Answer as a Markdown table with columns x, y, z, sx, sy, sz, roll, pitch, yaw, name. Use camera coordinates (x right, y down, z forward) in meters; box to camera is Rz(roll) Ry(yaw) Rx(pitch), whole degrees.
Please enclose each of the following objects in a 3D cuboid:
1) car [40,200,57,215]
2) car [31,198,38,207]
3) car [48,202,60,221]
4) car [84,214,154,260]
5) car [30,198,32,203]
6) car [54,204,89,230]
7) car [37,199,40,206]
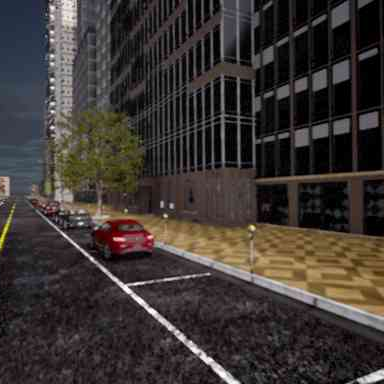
| x | y | z | sx | sy | sz | roll | pitch | yaw | name |
| --- | --- | --- | --- | --- | --- | --- | --- | --- | --- |
| -15.887 | 1.777 | 38.032 | 1.967 | 1.590 | 4.097 | 0 | 0 | -27 | car |
| -29.019 | 2.096 | 63.282 | 1.887 | 1.381 | 4.507 | 0 | 0 | -27 | car |
| -10.633 | 1.798 | 27.931 | 2.008 | 1.369 | 4.403 | 0 | 0 | -27 | car |
| -2.753 | 1.681 | 12.781 | 1.802 | 1.307 | 4.206 | 0 | 0 | -27 | car |
| -36.899 | 2.233 | 78.431 | 1.947 | 1.339 | 4.313 | 0 | 0 | -27 | car |
| -8.006 | 1.751 | 22.881 | 2.008 | 1.369 | 4.403 | 0 | 0 | -27 | car |
| -18.514 | 1.821 | 43.081 | 1.967 | 1.590 | 4.097 | 0 | 0 | -27 | car |
